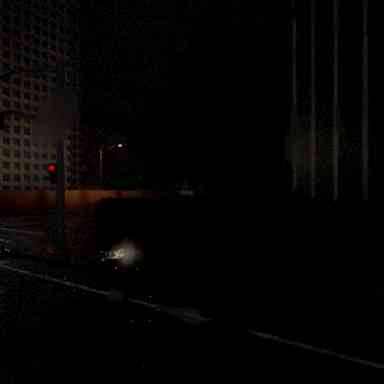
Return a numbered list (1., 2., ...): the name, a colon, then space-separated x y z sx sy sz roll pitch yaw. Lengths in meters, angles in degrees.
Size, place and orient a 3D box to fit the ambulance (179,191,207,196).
1. ambulance: -0.241 1.106 50.427 2.351 2.431 6.366 0 0 35
